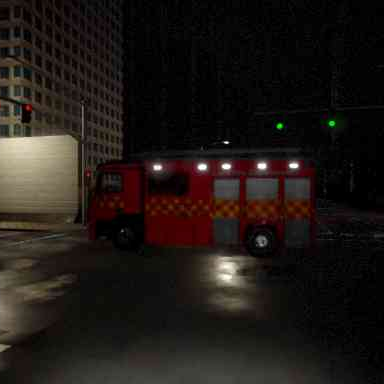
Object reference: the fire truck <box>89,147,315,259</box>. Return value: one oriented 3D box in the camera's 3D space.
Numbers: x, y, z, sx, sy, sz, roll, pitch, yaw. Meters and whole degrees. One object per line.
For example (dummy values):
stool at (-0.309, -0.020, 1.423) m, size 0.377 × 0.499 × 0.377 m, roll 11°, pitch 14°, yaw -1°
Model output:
fire truck at (0.371, 0.365, 13.123) m, size 8.468 × 3.827 × 2.891 m, roll 0°, pitch 0°, yaw 15°
